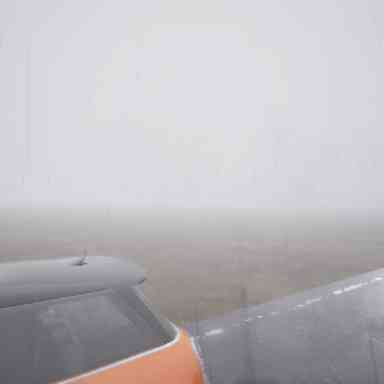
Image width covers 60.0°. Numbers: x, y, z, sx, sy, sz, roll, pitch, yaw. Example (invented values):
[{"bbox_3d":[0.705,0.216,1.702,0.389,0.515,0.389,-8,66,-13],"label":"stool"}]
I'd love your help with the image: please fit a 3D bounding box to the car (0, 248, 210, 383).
[{"bbox_3d":[-2.060,1.355,1.972,4.553,1.767,2.097,0,0,-36],"label":"car"}]
